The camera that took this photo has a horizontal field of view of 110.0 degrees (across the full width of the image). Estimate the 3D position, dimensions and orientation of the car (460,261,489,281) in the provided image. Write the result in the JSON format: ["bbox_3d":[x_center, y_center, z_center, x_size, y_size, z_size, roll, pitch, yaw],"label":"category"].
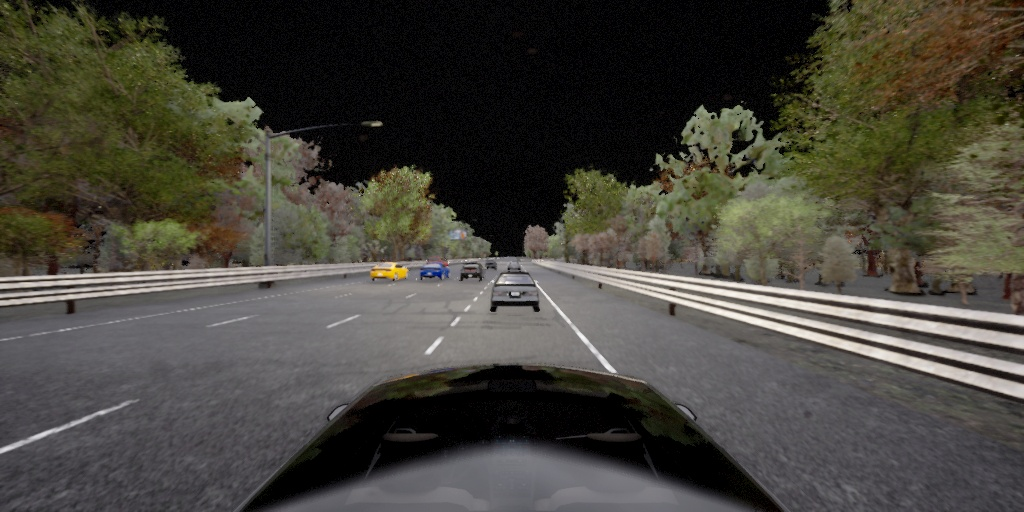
[{"bbox_3d":[-3.317,1.358,31.069,1.837,1.490,4.892,0,-1,0],"label":"car"}]

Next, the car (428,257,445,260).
[{"bbox_3d":[-10.206,1.146,49.077,2.150,2.045,5.566,0,0,0],"label":"car"}]

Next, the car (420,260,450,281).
[{"bbox_3d":[-6.811,1.336,32.050,1.882,1.535,5.008,0,-1,0],"label":"car"}]

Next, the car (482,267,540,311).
[{"bbox_3d":[0.114,1.344,14.694,2.033,1.411,5.357,0,0,0],"label":"car"}]

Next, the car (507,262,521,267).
[{"bbox_3d":[0.317,1.501,52.563,1.994,1.385,4.181,0,0,0],"label":"car"}]

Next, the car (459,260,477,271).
[{"bbox_3d":[-6.672,1.437,54.844,2.128,1.511,4.902,0,0,0],"label":"car"}]

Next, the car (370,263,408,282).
[{"bbox_3d":[-10.319,1.330,30.525,1.882,1.535,5.008,0,-1,0],"label":"car"}]

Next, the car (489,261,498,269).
[{"bbox_3d":[-3.173,1.448,54.085,1.837,1.490,4.892,0,0,0],"label":"car"}]
